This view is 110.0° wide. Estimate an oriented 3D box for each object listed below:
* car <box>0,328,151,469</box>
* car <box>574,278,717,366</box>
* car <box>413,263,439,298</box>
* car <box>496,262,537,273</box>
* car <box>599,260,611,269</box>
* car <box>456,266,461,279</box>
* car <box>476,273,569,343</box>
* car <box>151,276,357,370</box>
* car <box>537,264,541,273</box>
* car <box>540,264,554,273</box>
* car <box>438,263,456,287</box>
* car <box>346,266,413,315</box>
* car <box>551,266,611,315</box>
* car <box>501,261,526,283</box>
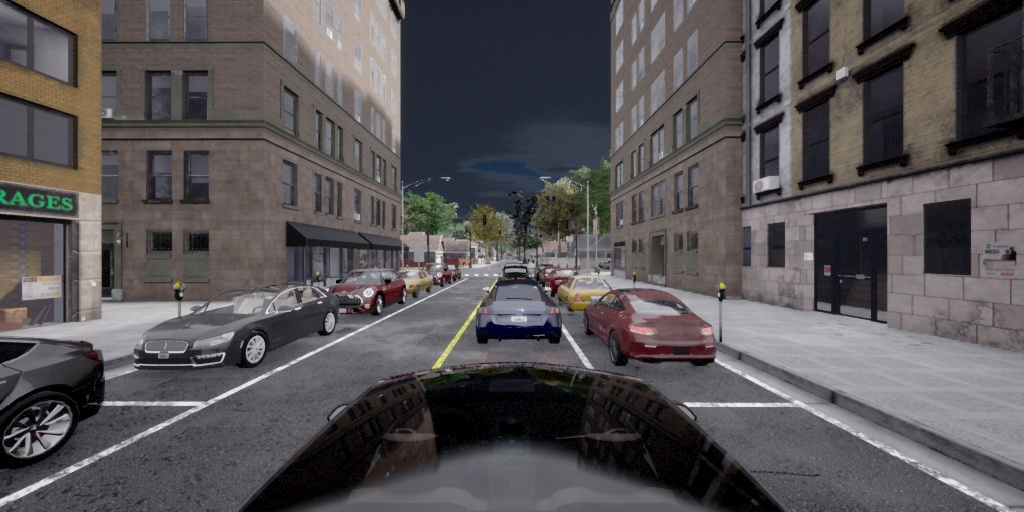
[{"bbox_3d":[-5.393,1.316,2.197,1.948,1.339,4.313,0,0,0],"label":"car"},{"bbox_3d":[2.661,1.332,7.676,1.802,1.307,4.207,0,0,0],"label":"car"},{"bbox_3d":[-5.306,1.281,18.582,1.751,1.417,4.829,0,0,0],"label":"car"},{"bbox_3d":[0.186,1.261,19.636,1.837,1.490,4.892,0,0,0],"label":"car"},{"bbox_3d":[14.987,1.170,49.404,4.902,1.511,2.128,0,0,0],"label":"car"},{"bbox_3d":[-5.247,1.344,29.790,1.802,1.307,4.207,0,0,0],"label":"car"},{"bbox_3d":[0.140,1.315,9.651,1.994,1.385,4.181,0,0,0],"label":"car"},{"bbox_3d":[-5.364,1.301,7.715,2.007,1.370,4.403,0,0,0],"label":"car"},{"bbox_3d":[2.749,1.341,24.230,1.802,1.307,4.207,0,0,0],"label":"car"},{"bbox_3d":[2.720,1.301,18.712,1.888,1.381,4.507,0,0,0],"label":"car"},{"bbox_3d":[-5.276,1.199,24.271,1.967,1.591,4.097,0,0,0],"label":"car"},{"bbox_3d":[-5.334,1.192,13.233,1.967,1.591,4.097,0,0,0],"label":"car"},{"bbox_3d":[2.691,1.278,13.364,1.751,1.417,4.829,0,0,0],"label":"car"},{"bbox_3d":[0.130,1.240,29.317,1.882,1.535,5.008,0,0,0],"label":"car"}]
